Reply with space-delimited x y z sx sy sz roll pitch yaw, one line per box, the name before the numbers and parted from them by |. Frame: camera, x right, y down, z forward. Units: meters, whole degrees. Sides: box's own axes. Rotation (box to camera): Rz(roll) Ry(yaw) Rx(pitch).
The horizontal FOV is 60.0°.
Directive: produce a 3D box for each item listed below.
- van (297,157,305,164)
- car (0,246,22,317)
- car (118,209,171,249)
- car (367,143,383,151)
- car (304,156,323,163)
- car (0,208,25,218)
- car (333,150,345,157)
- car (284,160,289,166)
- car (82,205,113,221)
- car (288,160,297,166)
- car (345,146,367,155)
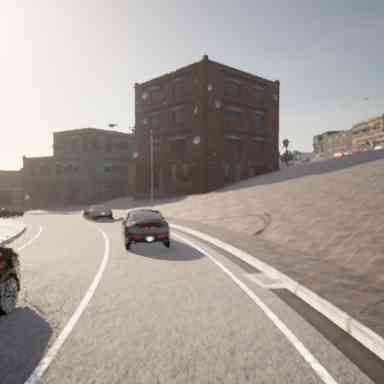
van | 22.847 -6.012 65.778 1.878 1.987 4.442 0 1 1
car | -4.075 1.502 4.610 2.128 1.511 4.902 0 0 -6
car | -2.156 1.526 14.861 1.837 1.490 4.892 -1 0 -14
car | 22.613 -5.002 38.185 2.002 1.452 4.674 0 2 0
car | 22.801 -5.649 60.388 2.231 1.521 4.892 0 1 1
car | -23.259 2.667 42.608 4.718 1.301 1.895 -4 -1 41
car | 22.708 -5.482 49.372 2.185 1.767 4.553 0 2 0
car | 22.942 -6.303 76.905 2.435 2.045 5.566 0 1 1
car | -8.705 1.855 30.548 1.994 1.385 4.181 -1 -1 -30
car | 22.896 -5.884 71.425 2.002 1.452 4.674 0 1 0
car | 22.660 -5.329 43.854 2.185 1.767 4.553 0 2 0
